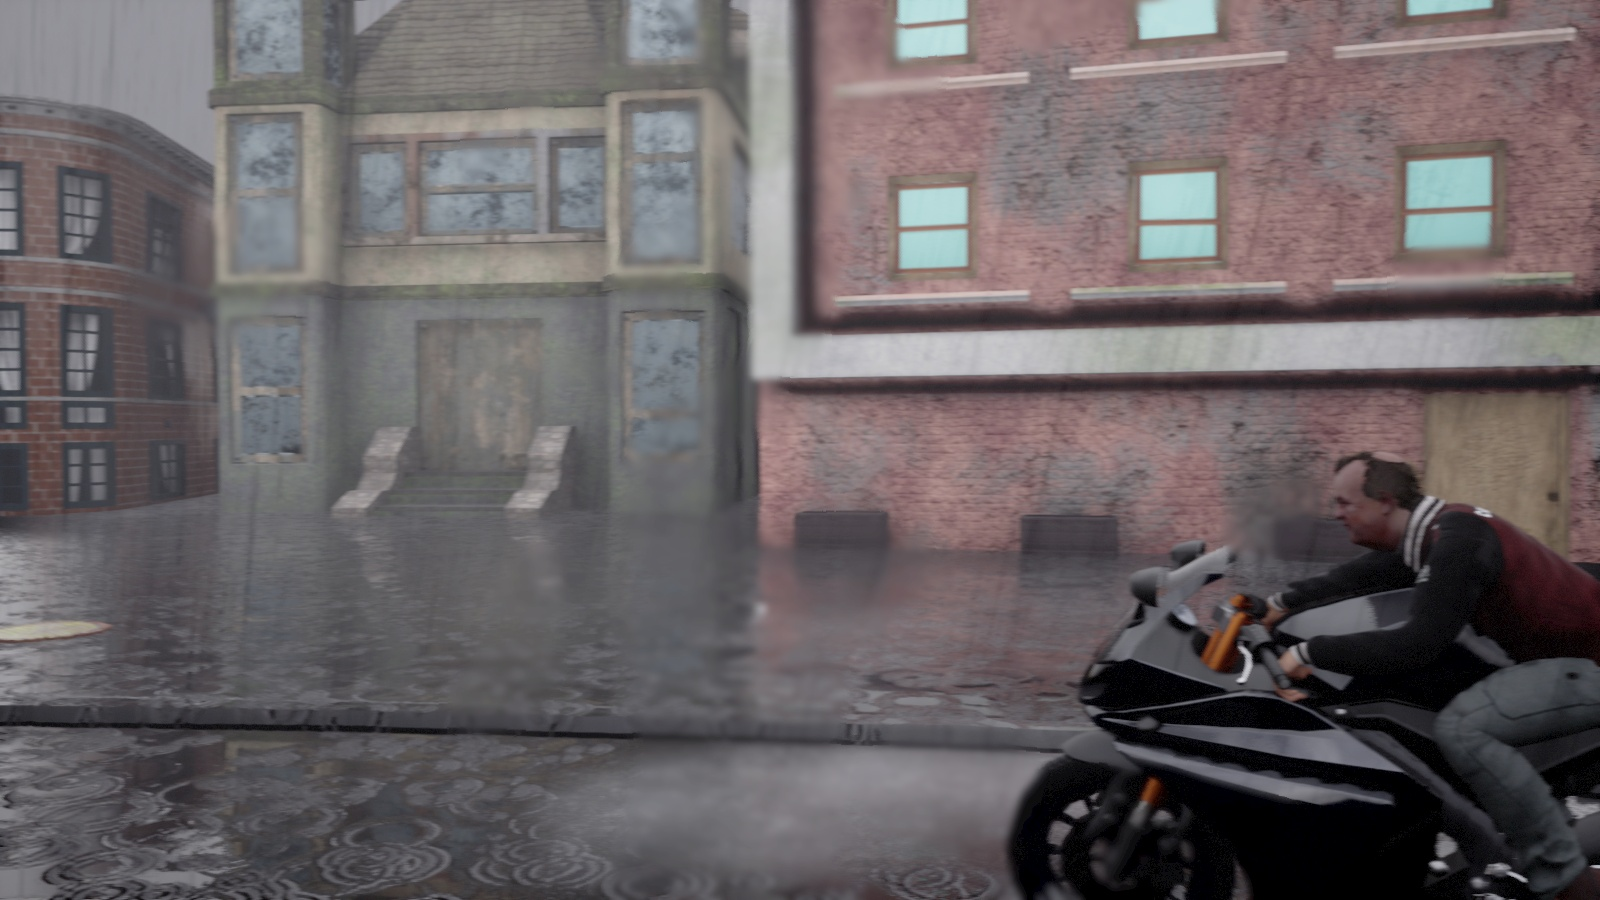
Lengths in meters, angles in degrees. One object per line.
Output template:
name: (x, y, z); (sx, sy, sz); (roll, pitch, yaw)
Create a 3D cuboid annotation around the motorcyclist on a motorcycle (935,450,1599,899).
motorcyclist on a motorcycle: (1.548, 0.791, 3.389); (2.191, 1.530, 0.866); (1, 2, 25)
